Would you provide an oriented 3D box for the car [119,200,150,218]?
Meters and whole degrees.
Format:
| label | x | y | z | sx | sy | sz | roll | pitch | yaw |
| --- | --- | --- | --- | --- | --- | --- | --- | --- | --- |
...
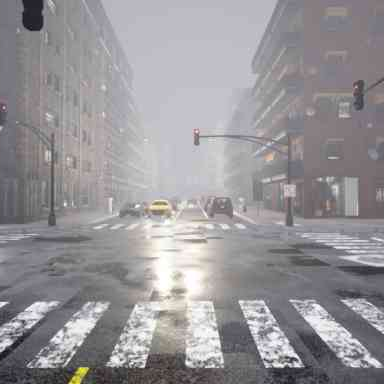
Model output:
| label | x | y | z | sx | sy | sz | roll | pitch | yaw |
| --- | --- | --- | --- | --- | --- | --- | --- | --- | --- |
| car | -5.326 | 1.577 | 30.093 | 1.947 | 1.339 | 4.313 | 1 | 0 | 0 |

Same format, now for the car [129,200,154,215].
| label | x | y | z | sx | sy | sz | roll | pitch | yaw |
| --- | --- | --- | --- | --- | --- | --- | --- | --- | --- |
| car | -5.331 | 1.580 | 35.654 | 1.947 | 1.339 | 4.313 | 1 | 0 | 0 |

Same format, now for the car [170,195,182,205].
| label | x | y | z | sx | sy | sz | roll | pitch | yaw |
| --- | --- | --- | --- | --- | --- | --- | --- | --- | --- |
| car | -2.848 | 1.577 | 59.618 | 1.837 | 1.490 | 4.892 | 0 | -1 | 0 |

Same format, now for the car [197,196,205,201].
| label | x | y | z | sx | sy | sz | roll | pitch | yaw |
| --- | --- | --- | --- | --- | --- | --- | --- | --- | --- |
| car | 2.493 | 1.813 | 91.320 | 1.947 | 1.339 | 4.313 | 1 | 0 | 0 |

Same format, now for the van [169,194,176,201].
| label | x | y | z | sx | sy | sz | roll | pitch | yaw |
| --- | --- | --- | --- | --- | --- | --- | --- | --- | --- |
| van | -5.383 | 1.588 | 91.282 | 1.690 | 1.788 | 3.998 | 1 | 0 | 0 |

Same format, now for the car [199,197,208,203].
| label | x | y | z | sx | sy | sz | roll | pitch | yaw |
| --- | --- | --- | --- | --- | --- | --- | --- | --- | --- |
| car | 2.509 | 1.728 | 74.629 | 1.802 | 1.307 | 4.206 | 1 | 0 | 0 |

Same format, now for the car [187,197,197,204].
| label | x | y | z | sx | sy | sz | roll | pitch | yaw |
| --- | --- | --- | --- | --- | --- | --- | --- | --- | --- |
| car | -0.001 | 1.684 | 70.341 | 1.994 | 1.385 | 4.181 | 0 | 0 | 0 |

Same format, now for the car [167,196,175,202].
| label | x | y | z | sx | sy | sz | roll | pitch | yaw |
| --- | --- | --- | --- | --- | --- | --- | --- | --- | --- |
| car | -5.381 | 1.763 | 85.717 | 2.008 | 1.369 | 4.403 | 1 | 0 | 0 |

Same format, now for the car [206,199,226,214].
| label | x | y | z | sx | sy | sz | roll | pitch | yaw |
| --- | --- | --- | --- | --- | --- | --- | --- | --- | --- |
| car | 2.549 | 1.540 | 35.876 | 1.752 | 1.417 | 4.829 | 1 | 0 | 0 |

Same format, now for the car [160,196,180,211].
| label | x | y | z | sx | sy | sz | roll | pitch | yaw |
| --- | --- | --- | --- | --- | --- | --- | --- | --- | --- |
| car | -2.883 | 1.584 | 41.318 | 1.994 | 1.385 | 4.181 | 0 | 0 | 0 |

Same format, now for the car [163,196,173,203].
| label | x | y | z | sx | sy | sz | roll | pitch | yaw |
| --- | --- | --- | --- | --- | --- | --- | --- | --- | --- |
| car | -5.370 | 1.670 | 74.418 | 1.752 | 1.417 | 4.829 | 1 | 0 | 0 |

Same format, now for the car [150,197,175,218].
| label | x | y | z | sx | sy | sz | roll | pitch | yaw |
| --- | --- | --- | --- | --- | --- | --- | --- | --- | --- |
| car | -2.875 | 1.489 | 30.600 | 1.882 | 1.535 | 5.008 | 0 | 0 | 0 |

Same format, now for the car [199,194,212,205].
| label | x | y | z | sx | sy | sz | roll | pitch | yaw |
| --- | --- | --- | --- | --- | --- | --- | --- | --- | --- |
| car | 2.523 | 1.402 | 63.505 | 2.192 | 1.841 | 5.009 | 1 | 0 | 0 |

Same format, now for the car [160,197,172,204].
| label | x | y | z | sx | sy | sz | roll | pitch | yaw |
| --- | --- | --- | --- | --- | --- | --- | --- | --- | --- |
| car | -5.365 | 1.666 | 69.026 | 2.008 | 1.369 | 4.403 | 1 | 0 | 0 |

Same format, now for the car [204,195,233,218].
| label | x | y | z | sx | sy | sz | roll | pitch | yaw |
| --- | --- | --- | --- | --- | --- | --- | --- | --- | --- |
| car | 2.558 | 1.326 | 30.147 | 2.192 | 1.841 | 5.009 | 1 | 0 | 0 |

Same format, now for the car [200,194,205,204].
| label | x | y | z | sx | sy | sz | roll | pitch | yaw |
| --- | --- | --- | --- | --- | --- | --- | --- | --- | --- |
| car | 2.547 | 1.335 | 41.271 | 2.192 | 1.841 | 5.009 | 1 | 0 | 0 |

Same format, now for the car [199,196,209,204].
| label | x | y | z | sx | sy | sz | roll | pitch | yaw |
| --- | --- | --- | --- | --- | --- | --- | --- | --- | --- |
| car | 2.516 | 1.556 | 69.069 | 1.967 | 1.590 | 4.097 | 1 | 0 | 0 |

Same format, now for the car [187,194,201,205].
| label | x | y | z | sx | sy | sz | roll | pitch | yaw |
| --- | --- | --- | --- | --- | --- | --- | --- | --- | --- |
| car | 0.046 | 1.564 | 60.107 | 2.128 | 1.511 | 4.902 | 0 | 0 | 0 |
